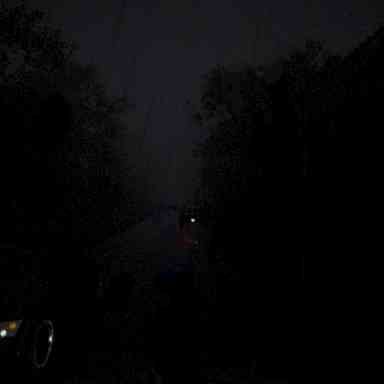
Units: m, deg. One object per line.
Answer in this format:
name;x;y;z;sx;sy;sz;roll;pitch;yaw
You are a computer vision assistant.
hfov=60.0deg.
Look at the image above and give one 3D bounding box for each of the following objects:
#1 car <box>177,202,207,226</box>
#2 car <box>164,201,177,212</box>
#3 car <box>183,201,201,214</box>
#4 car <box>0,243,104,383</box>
car;0.053;1.663;24.586;1.837;1.490;4.892;0;-1;0
car;-3.005;2.063;47.733;1.882;1.535;5.008;0;-1;0
car;-0.034;1.948;42.053;2.128;1.511;4.902;0;-1;0
car;-2.854;1.574;5.451;1.994;1.385;4.181;0;0;0
